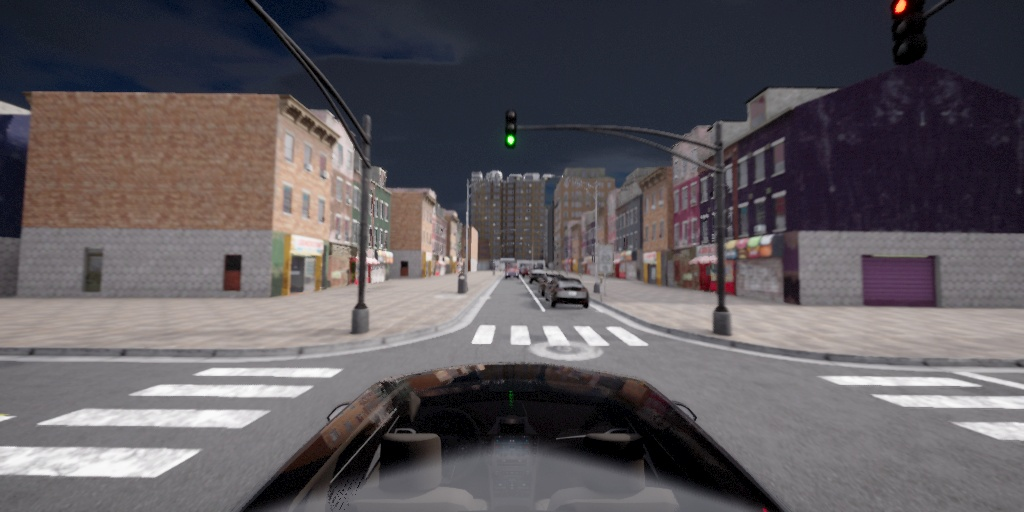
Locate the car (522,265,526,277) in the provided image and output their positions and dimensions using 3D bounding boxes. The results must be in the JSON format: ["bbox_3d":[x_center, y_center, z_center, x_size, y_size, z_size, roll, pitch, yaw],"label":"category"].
[{"bbox_3d":[2.608,2.373,55.872,2.192,1.841,5.009,0,0,0],"label":"car"}]

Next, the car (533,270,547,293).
[{"bbox_3d":[2.628,1.843,23.258,1.948,1.339,4.313,0,0,0],"label":"car"}]

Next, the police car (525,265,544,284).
[{"bbox_3d":[2.739,2.033,37.665,1.930,1.638,5.238,1,-1,0],"label":"police car"}]

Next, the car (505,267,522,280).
[{"bbox_3d":[0.029,2.420,47.671,1.895,1.301,4.718,1,-1,0],"label":"car"}]

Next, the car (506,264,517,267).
[{"bbox_3d":[-0.020,2.302,57.976,2.150,2.045,5.566,1,-1,0],"label":"car"}]

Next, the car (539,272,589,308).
[{"bbox_3d":[2.631,1.727,17.823,1.948,1.339,4.313,0,0,0],"label":"car"}]
